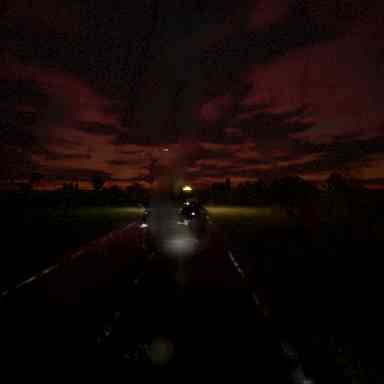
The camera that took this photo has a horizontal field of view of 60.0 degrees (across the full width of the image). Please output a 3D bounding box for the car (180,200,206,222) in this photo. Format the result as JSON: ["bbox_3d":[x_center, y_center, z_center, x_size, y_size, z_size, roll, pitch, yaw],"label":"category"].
[{"bbox_3d":[0.095,1.551,26.092,1.994,1.385,4.181,0,0,0],"label":"car"}]

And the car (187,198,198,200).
[{"bbox_3d":[0.053,1.490,42.907,1.812,1.442,4.674,0,0,-1],"label":"car"}]

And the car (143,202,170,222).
[{"bbox_3d":[-2.760,1.513,26.744,1.812,1.442,4.674,0,0,0],"label":"car"}]
